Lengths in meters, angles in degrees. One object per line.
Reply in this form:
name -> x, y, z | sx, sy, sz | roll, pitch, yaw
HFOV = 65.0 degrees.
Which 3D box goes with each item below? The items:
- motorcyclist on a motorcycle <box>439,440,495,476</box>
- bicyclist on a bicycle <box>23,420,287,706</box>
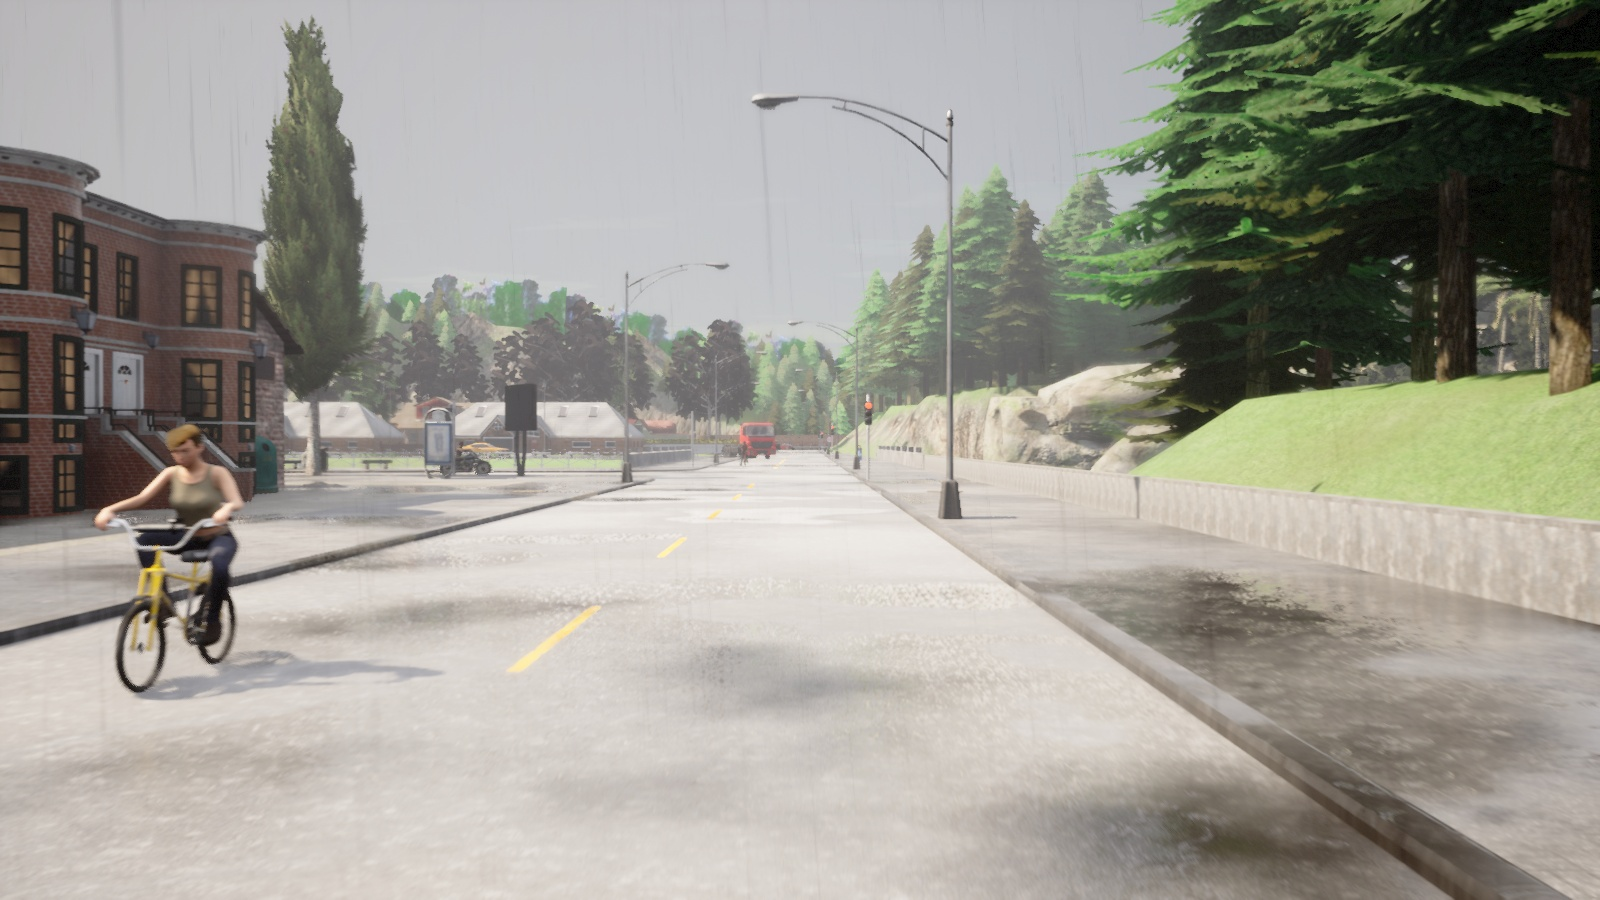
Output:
motorcyclist on a motorcycle -> -15.148, 0.363, 57.162 | 2.350, 1.649, 0.766 | 0, 0, 0
bicyclist on a bicycle -> -3.944, 0.636, 7.836 | 0.866, 1.612, 1.509 | 0, 0, 0
